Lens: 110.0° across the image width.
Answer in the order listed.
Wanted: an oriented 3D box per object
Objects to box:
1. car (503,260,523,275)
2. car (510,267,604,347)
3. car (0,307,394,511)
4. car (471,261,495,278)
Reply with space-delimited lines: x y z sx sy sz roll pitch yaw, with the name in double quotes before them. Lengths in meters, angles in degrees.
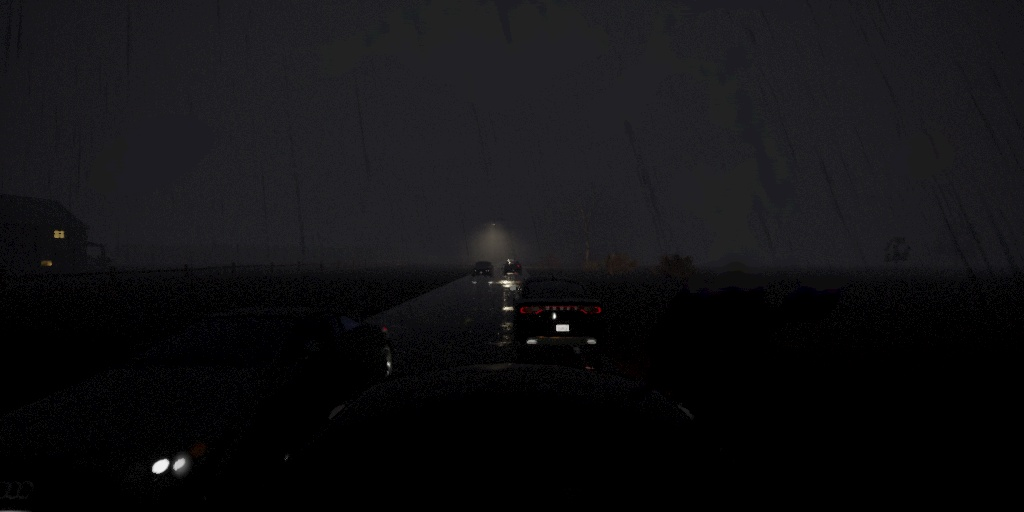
"car" 0.101 1.234 38.691 2.128 1.511 4.902 0 0 0
"car" 0.969 1.226 9.330 1.882 1.535 5.008 0 0 0
"car" -2.846 1.313 4.003 1.994 1.385 4.181 0 0 0
"car" -2.737 1.248 34.111 1.837 1.490 4.892 0 0 0
